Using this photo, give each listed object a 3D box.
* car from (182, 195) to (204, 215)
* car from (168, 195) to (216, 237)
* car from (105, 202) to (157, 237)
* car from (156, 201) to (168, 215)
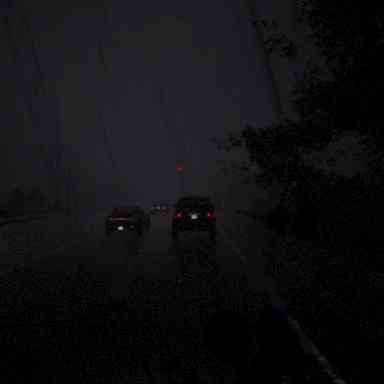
[{"bbox_3d":[0.101,1.386,36.170,2.150,2.045,5.566,0,-1,0],"label":"car"},{"bbox_3d":[0.106,1.246,18.137,2.150,2.045,5.566,0,0,0],"label":"car"},{"bbox_3d":[-3.402,1.515,18.257,2.128,1.511,4.902,0,0,0],"label":"car"},{"bbox_3d":[-3.404,1.709,36.085,2.033,1.411,5.357,0,-1,0],"label":"car"}]
